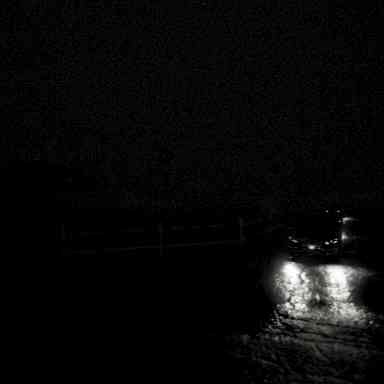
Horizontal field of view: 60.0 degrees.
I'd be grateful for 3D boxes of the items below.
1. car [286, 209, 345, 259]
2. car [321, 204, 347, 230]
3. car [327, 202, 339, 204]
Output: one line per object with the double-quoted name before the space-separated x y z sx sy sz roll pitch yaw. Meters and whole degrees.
"car" 5.140 1.684 13.677 1.837 1.490 4.892 -1 -1 25
"car" 10.103 1.842 24.404 2.033 1.411 5.357 -1 -1 25
"car" 15.624 1.934 36.857 1.837 1.490 4.892 -1 0 23
